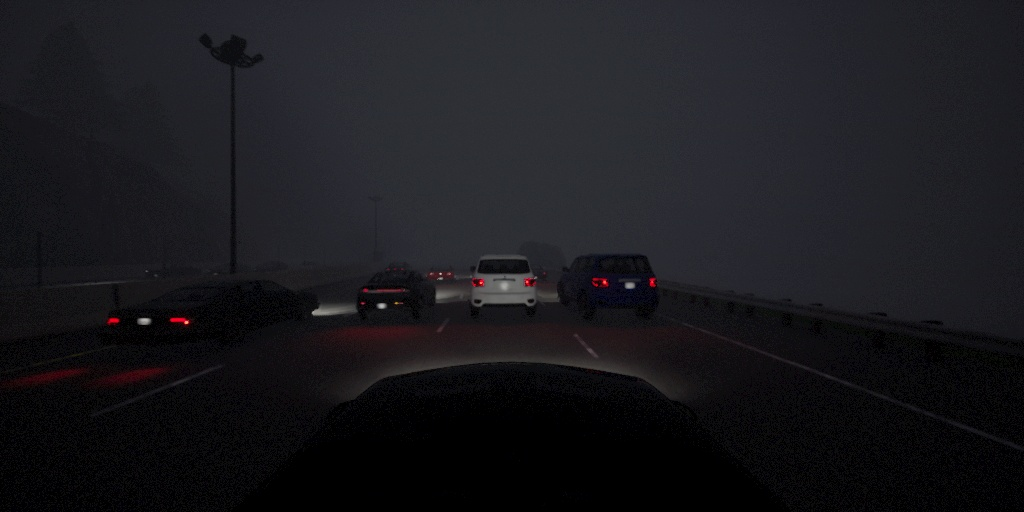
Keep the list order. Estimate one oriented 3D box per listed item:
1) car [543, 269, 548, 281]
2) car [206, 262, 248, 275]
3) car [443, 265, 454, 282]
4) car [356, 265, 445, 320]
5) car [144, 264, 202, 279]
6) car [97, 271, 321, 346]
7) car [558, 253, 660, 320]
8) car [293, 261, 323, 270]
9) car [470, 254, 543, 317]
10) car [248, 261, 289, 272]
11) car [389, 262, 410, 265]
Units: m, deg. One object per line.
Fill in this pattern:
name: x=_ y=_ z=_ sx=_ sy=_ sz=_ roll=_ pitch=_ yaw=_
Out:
car: x=1.463 y=1.324 z=28.950 sx=1.895 sy=1.301 sz=4.718 roll=0 pitch=0 yaw=-8
car: x=-28.479 y=1.334 z=36.428 sx=2.033 sy=1.411 sz=5.357 roll=0 pitch=0 yaw=-12
car: x=-5.510 y=1.341 z=28.319 sx=1.895 sy=1.301 sz=4.718 roll=0 pitch=0 yaw=-8
car: x=-3.868 y=1.237 z=12.668 sx=2.128 sy=1.511 sz=4.902 roll=0 pitch=0 yaw=-4
car: x=-31.411 y=1.397 z=33.360 sx=1.895 sy=1.301 sz=4.718 roll=0 pitch=0 yaw=-12
car: x=-7.188 y=1.308 z=9.426 sx=2.033 sy=1.411 sz=5.357 roll=0 pitch=0 yaw=-2
car: x=3.161 y=0.951 z=12.837 sx=2.150 sy=2.045 sz=5.566 roll=0 pitch=-1 yaw=-4
car: x=-21.871 y=1.295 z=38.846 sx=1.812 sy=1.442 sz=4.674 roll=0 pitch=0 yaw=-13
car: x=-0.387 y=0.961 z=13.344 sx=2.150 sy=2.045 sz=5.566 roll=0 pitch=0 yaw=-4
car: x=-25.197 y=1.255 z=37.669 sx=1.882 sy=1.535 sz=5.008 roll=0 pitch=0 yaw=-12
car: x=-9.251 y=1.239 z=29.621 sx=2.128 sy=1.511 sz=4.902 roll=0 pitch=0 yaw=-9
